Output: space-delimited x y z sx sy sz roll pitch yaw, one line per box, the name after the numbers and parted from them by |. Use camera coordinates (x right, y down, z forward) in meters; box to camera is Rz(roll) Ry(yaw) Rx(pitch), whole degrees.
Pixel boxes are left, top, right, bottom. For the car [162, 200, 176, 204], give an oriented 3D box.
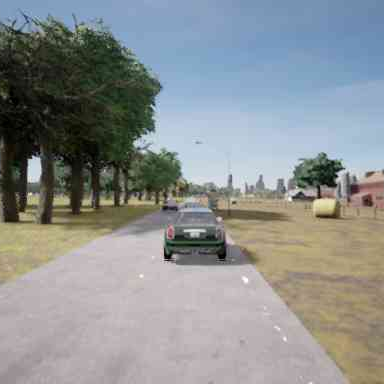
-2.768 1.724 42.538 1.882 1.535 5.008 0 -1 0 | car

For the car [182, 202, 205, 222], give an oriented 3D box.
0.134 1.608 28.186 1.837 1.490 4.892 0 0 0 | car

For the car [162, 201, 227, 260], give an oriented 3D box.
0.104 1.381 12.739 2.097 1.767 4.553 0 0 0 | car

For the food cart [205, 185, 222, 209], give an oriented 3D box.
3.181 0.835 51.126 2.280 3.560 4.660 -1 -2 0 | food cart
